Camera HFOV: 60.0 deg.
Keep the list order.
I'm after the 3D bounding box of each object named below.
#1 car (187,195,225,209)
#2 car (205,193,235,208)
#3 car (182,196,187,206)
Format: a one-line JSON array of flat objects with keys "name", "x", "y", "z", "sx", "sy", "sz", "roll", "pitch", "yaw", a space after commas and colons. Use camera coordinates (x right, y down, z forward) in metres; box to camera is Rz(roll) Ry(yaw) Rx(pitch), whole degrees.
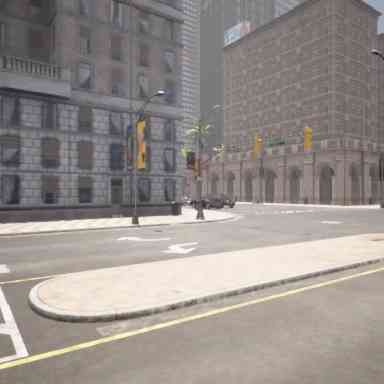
[{"name": "car", "x": 1.814, "y": 1.478, "z": 44.617, "sx": 1.882, "sy": 1.535, "sz": 5.008, "roll": 0, "pitch": 0, "yaw": -35}, {"name": "car", "x": 3.785, "y": 1.221, "z": 47.893, "sx": 2.150, "sy": 2.045, "sz": 5.566, "roll": 0, "pitch": 0, "yaw": -35}, {"name": "car", "x": -1.850, "y": 1.491, "z": 56.201, "sx": 2.128, "sy": 1.511, "sz": 4.902, "roll": 0, "pitch": 0, "yaw": -34}]
